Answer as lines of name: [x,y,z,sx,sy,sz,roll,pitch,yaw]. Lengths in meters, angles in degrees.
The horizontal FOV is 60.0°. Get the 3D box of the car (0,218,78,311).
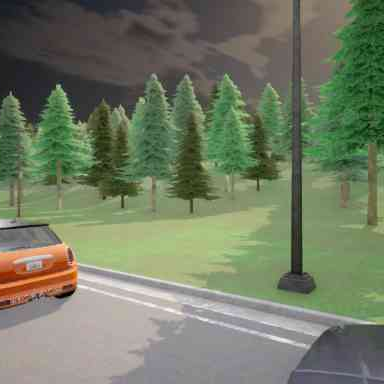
car: [-4.586,1.352,7.265,4.553,1.767,2.097,0,0,36]

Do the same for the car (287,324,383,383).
car: [3.213,1.547,1.702,5.357,1.411,2.033,0,0,36]
